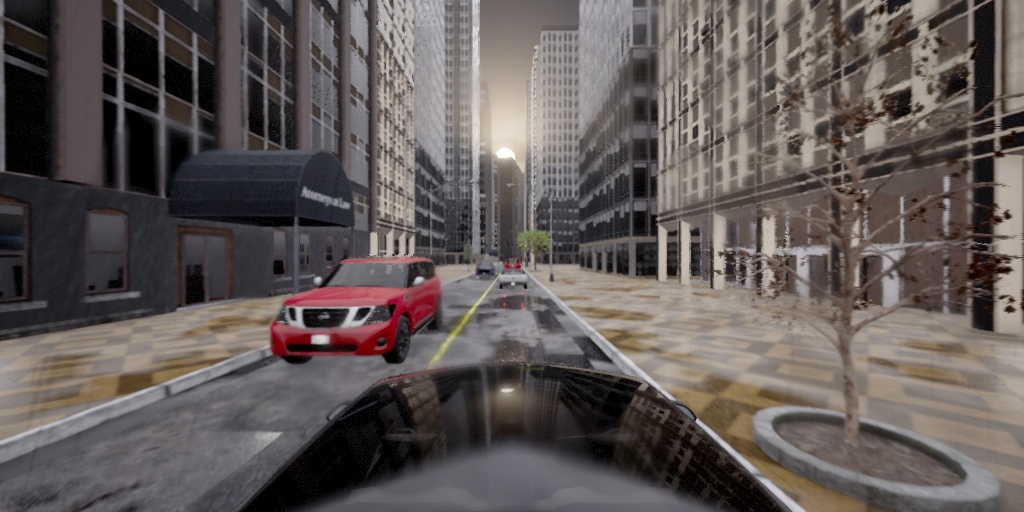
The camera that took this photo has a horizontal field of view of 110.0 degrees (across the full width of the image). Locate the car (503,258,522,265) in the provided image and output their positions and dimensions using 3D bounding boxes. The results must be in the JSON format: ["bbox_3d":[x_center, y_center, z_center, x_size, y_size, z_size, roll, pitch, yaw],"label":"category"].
[{"bbox_3d":[0.095,1.293,44.952,2.150,2.045,5.566,0,0,0],"label":"car"}]

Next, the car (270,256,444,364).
[{"bbox_3d":[-3.100,1.020,8.579,2.150,2.045,5.566,0,0,0],"label":"car"}]

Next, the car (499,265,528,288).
[{"bbox_3d":[0.086,1.522,25.448,1.895,1.301,4.718,0,0,0],"label":"car"}]

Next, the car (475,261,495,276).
[{"bbox_3d":[-3.101,1.399,42.030,2.097,1.767,4.553,0,0,0],"label":"car"}]
